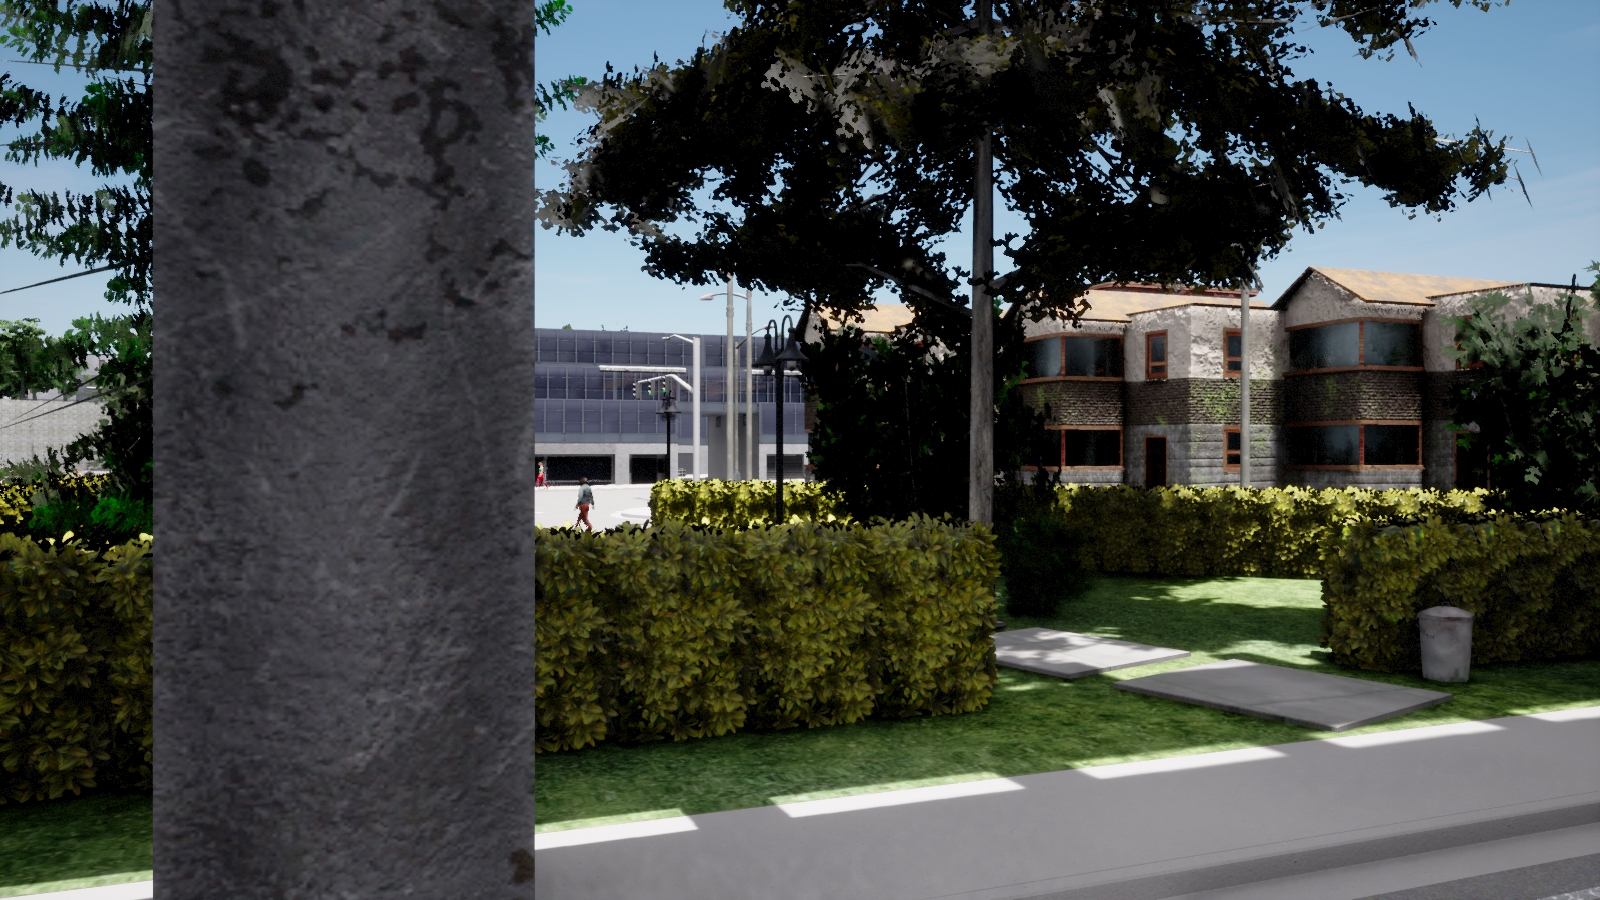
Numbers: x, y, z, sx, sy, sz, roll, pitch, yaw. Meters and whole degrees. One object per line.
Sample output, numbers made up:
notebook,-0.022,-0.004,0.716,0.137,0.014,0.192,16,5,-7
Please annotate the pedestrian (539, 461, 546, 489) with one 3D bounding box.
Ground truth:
pedestrian,-17.011,1.645,75.498,0.375,1.860,0.375,0,0,-23

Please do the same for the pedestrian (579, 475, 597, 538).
pedestrian,-6.380,1.701,34.434,0.375,1.860,0.375,0,0,26

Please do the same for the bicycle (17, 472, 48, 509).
bicycle,-37.548,1.964,55.893,0.373,1.717,1.643,-1,0,1
